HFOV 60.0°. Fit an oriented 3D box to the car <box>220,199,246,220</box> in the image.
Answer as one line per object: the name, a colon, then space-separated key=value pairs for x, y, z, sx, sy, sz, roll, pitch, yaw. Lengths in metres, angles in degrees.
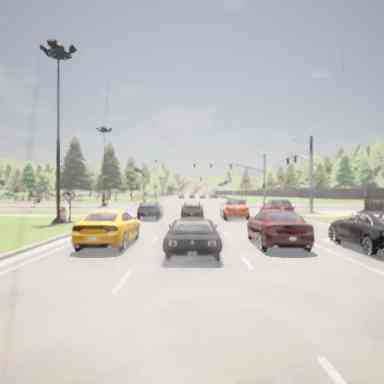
car: x=3.542 y=1.350 z=27.912 sx=2.097 sy=1.767 sz=4.553 roll=0 pitch=0 yaw=1

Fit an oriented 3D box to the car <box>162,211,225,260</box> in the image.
car: x=0.035 y=1.600 z=12.390 sx=1.895 sy=1.301 sz=4.718 roll=0 pitch=0 yaw=1

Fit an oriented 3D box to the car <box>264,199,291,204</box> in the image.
car: x=7.145 y=1.350 z=27.912 sx=2.097 sy=1.767 sz=4.553 roll=0 pitch=0 yaw=2

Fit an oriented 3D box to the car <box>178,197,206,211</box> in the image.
car: x=0.042 y=1.490 z=28.003 sx=2.128 sy=1.511 sz=4.902 roll=0 pitch=0 yaw=1

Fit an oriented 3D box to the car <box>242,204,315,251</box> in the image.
car: x=3.552 y=1.477 z=14.084 sx=1.882 sy=1.535 sz=5.008 roll=0 pitch=0 yaw=1

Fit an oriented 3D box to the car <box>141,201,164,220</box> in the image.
car: x=-3.458 y=1.490 z=28.000 sx=2.128 sy=1.511 sz=4.902 roll=0 pitch=0 yaw=1

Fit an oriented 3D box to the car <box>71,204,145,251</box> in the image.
car: x=-3.449 y=1.477 z=14.075 sx=1.882 sy=1.535 sz=5.008 roll=0 pitch=0 yaw=1

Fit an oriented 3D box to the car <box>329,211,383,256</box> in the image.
car: x=7.042 y=1.492 z=13.009 sx=2.128 sy=1.511 sz=4.902 roll=0 pitch=0 yaw=1
